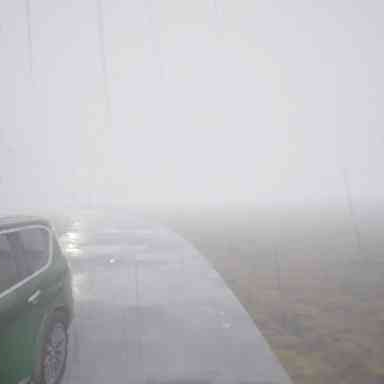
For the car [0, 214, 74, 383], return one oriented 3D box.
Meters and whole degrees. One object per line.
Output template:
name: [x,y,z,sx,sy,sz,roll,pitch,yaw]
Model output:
car: [-2.558,1.261,2.253,2.150,2.045,5.566,0,-1,-2]
